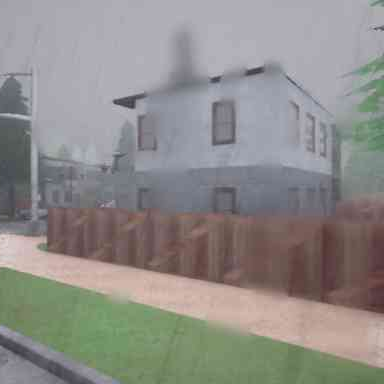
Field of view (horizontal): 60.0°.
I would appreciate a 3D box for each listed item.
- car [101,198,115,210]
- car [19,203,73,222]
[{"bbox_3d":[-7.493,1.339,34.420,2.097,1.767,4.553,0,0,19],"label":"car"},{"bbox_3d":[-10.989,1.588,26.208,1.895,1.301,4.718,0,0,28],"label":"car"}]
